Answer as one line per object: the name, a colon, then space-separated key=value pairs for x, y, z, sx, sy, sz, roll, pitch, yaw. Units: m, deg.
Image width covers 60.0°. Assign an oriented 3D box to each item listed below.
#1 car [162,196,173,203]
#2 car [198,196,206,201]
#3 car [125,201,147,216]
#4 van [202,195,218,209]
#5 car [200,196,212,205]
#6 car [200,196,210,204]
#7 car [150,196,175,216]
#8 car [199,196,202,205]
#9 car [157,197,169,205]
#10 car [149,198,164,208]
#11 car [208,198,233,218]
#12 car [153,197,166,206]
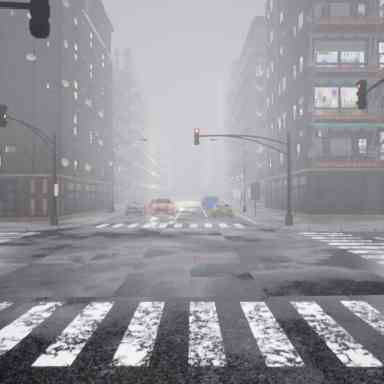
car: x=-5.308 y=1.612 z=72.270 sx=2.008 sy=1.369 sz=4.403 roll=1 pitch=0 yaw=0
car: x=2.571 y=1.626 z=83.634 sx=1.887 sy=1.381 sz=4.507 roll=1 pitch=0 yaw=0
car: x=-5.436 y=1.565 z=32.665 sx=2.008 sy=1.369 sz=4.403 roll=1 pitch=0 yaw=0
van: x=2.608 y=1.366 z=44.044 sx=1.690 sy=1.788 sz=3.998 roll=1 pitch=0 yaw=0
car: x=2.574 y=1.485 z=61.009 sx=1.967 sy=1.590 sz=4.097 roll=1 pitch=0 yaw=0
car: x=2.572 y=1.604 z=66.666 sx=2.008 sy=1.369 sz=4.403 roll=1 pitch=0 yaw=0
car: x=-2.750 y=1.361 z=32.295 sx=2.097 sy=1.767 sz=4.553 roll=0 pitch=0 yaw=0
car: x=2.576 y=1.346 z=49.697 sx=2.192 sy=1.841 sz=5.009 roll=1 pitch=0 yaw=0
car: x=-5.308 y=1.627 z=60.954 sx=1.802 sy=1.307 sz=4.206 roll=1 pitch=0 yaw=0
car: x=-5.308 y=1.613 z=49.638 sx=1.802 sy=1.307 sz=4.206 roll=1 pitch=0 yaw=0
car: x=2.704 y=1.537 z=30.210 sx=1.752 sy=1.417 sz=4.829 roll=1 pitch=0 yaw=0
car: x=-5.307 y=1.563 z=55.126 sx=1.752 sy=1.417 sz=4.829 roll=1 pitch=0 yaw=0
